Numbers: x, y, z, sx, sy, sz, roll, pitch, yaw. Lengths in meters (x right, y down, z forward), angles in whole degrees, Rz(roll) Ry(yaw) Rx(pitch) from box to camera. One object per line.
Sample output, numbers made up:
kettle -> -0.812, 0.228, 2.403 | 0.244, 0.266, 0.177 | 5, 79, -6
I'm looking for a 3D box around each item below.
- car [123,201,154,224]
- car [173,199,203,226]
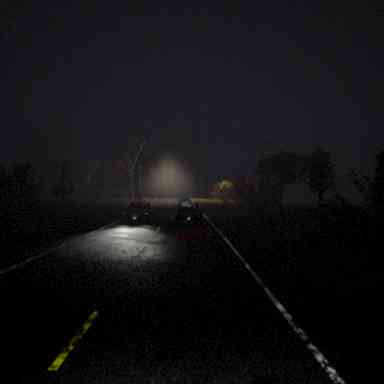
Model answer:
car -> -3.888, 1.467, 24.644 | 2.128, 1.511, 4.902 | 0, 0, -2
car -> -0.257, 1.465, 23.351 | 2.128, 1.511, 4.902 | 0, 0, -1
